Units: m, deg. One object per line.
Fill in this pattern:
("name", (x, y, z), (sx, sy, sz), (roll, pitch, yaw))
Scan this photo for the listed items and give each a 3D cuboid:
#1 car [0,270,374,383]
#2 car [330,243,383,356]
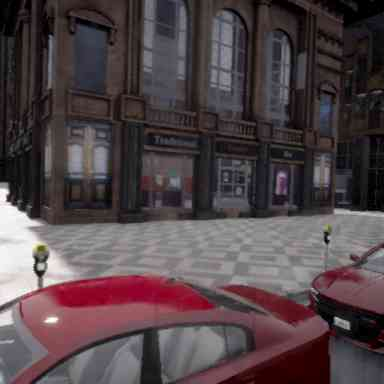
("car", (-0.842, 1.430, 2.504), (4.507, 1.381, 1.887), (1, 2, -33))
("car", (3.854, 1.506, 5.586), (4.507, 1.381, 1.887), (1, 2, -33))
